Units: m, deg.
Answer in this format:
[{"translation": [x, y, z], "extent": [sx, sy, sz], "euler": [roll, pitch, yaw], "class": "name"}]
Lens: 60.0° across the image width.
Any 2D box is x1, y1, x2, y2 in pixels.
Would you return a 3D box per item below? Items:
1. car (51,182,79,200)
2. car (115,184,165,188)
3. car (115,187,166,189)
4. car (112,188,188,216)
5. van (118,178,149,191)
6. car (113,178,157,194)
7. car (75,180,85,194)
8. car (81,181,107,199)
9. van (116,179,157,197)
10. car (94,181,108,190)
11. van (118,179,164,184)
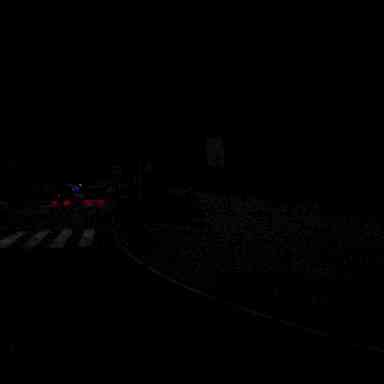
[{"translation": [-14.003, -0.020, 36.154], "extent": [2.128, 1.511, 4.902], "euler": [-1, 3, -13], "class": "car"}, {"translation": [-4.096, 0.400, 28.664], "extent": [5.366, 1.575, 1.946], "euler": [-1, 4, -33], "class": "car"}, {"translation": [-3.261, 0.610, 25.804], "extent": [4.674, 1.452, 2.002], "euler": [-1, 4, -33], "class": "car"}, {"translation": [-2.593, 0.742, 22.839], "extent": [4.892, 1.521, 2.231], "euler": [-1, 3, -33], "class": "car"}, {"translation": [-9.274, -1.194, 52.534], "extent": [4.442, 1.987, 1.878], "euler": [-1, 3, -33], "class": "van"}, {"translation": [-7.989, -0.877, 46.556], "extent": [5.566, 2.045, 2.435], "euler": [-1, 3, -33], "class": "car"}, {"translation": [-16.349, -0.513, 45.974], "extent": [1.994, 1.385, 4.181], "euler": [-1, 3, -13], "class": "car"}, {"translation": [-10.889, -0.091, 37.138], "extent": [1.882, 1.535, 5.008], "euler": [-1, 3, -13], "class": "car"}, {"translation": [-6.749, -0.507, 40.543], "extent": [4.442, 1.987, 1.878], "euler": [-1, 4, -33], "class": "van"}, {"translation": [-15.431, -1.121, 56.524], "extent": [1.994, 1.385, 4.181], "euler": [-1, 3, -13], "class": "car"}, {"translation": [-4.520, 0.001, 31.784], "extent": [4.442, 1.987, 1.878], "euler": [-1, 3, -33], "class": "van"}]
